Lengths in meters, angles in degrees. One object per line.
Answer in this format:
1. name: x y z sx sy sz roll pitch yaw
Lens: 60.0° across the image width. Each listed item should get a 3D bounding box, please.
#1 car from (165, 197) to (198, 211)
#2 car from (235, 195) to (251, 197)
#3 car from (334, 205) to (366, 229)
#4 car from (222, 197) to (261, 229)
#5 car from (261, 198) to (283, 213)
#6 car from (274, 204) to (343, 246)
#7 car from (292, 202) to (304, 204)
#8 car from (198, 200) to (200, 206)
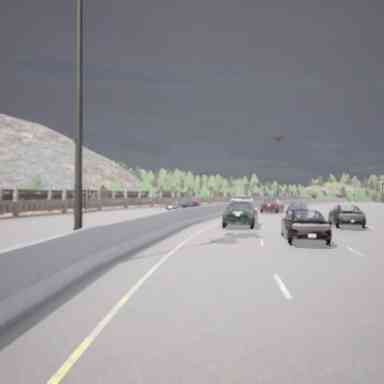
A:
1. car: -1.567 1.659 41.002 2.128 1.511 4.902 0 0 24
2. car: 7.547 1.472 51.061 2.150 2.045 5.566 0 -1 31
3. car: 10.653 1.633 23.059 2.128 1.511 4.902 0 0 15
4. car: 3.435 1.464 23.095 2.097 1.767 4.553 0 0 15
5. car: 9.692 1.556 39.844 2.097 1.767 4.553 0 0 26
6. car: 5.340 1.581 15.948 2.128 1.511 4.902 0 0 10
7. car: 10.844 1.752 33.962 1.994 1.385 4.181 0 0 23
8. car: -0.642 1.562 50.764 2.097 1.767 4.553 0 0 29
